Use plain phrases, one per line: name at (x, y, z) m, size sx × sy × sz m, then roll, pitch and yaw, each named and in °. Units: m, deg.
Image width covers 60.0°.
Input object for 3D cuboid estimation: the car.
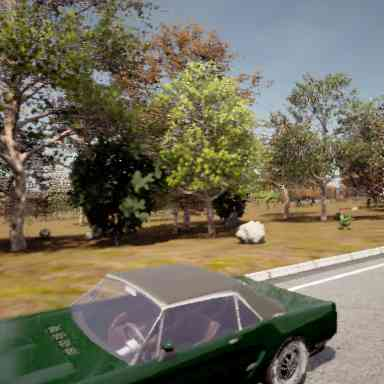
car at (-0.539, 1.598, 3.609) m, size 4.718 × 1.301 × 1.895 m, roll 0°, pitch 0°, yaw -35°
